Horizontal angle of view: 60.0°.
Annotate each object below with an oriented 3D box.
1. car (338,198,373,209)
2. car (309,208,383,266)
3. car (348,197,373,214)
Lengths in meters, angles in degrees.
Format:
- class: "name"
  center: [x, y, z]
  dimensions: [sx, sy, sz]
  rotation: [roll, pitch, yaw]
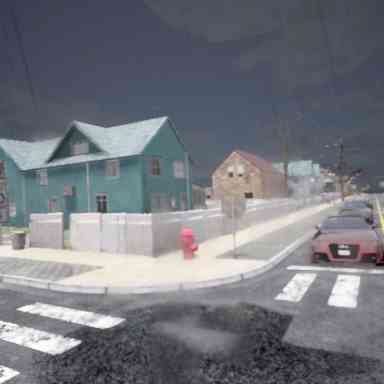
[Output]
- class: "car"
  center: [10.460, 1.336, 21.298]
  dimensions: [1.994, 1.385, 4.181]
  rotation: [-4, -1, 29]
- class: "car"
  center: [5.082, 1.479, 11.055]
  dimensions: [1.994, 1.385, 4.181]
  rotation: [-4, -1, 26]
- class: "car"
  center: [16.154, 1.225, 31.717]
  dimensions: [1.895, 1.301, 4.718]
  rotation: [-4, -1, 29]
